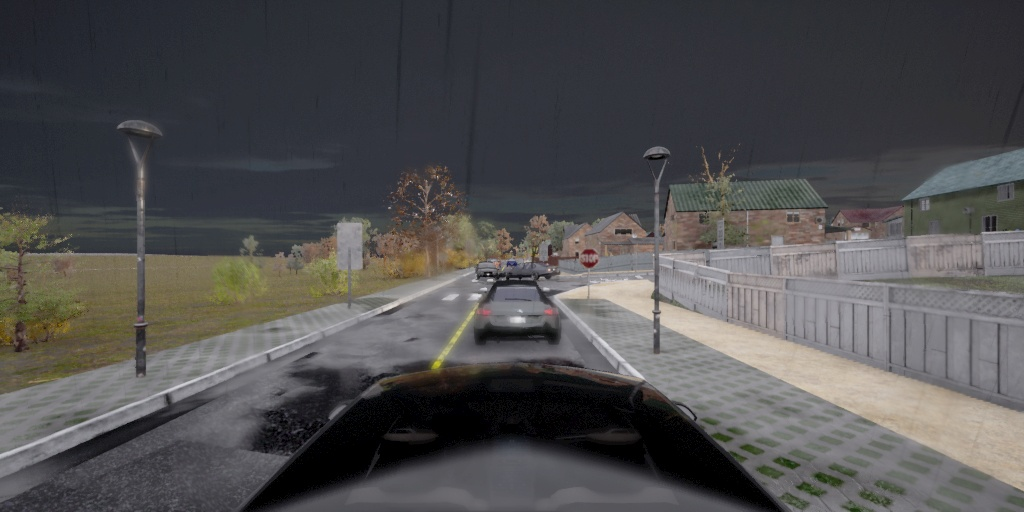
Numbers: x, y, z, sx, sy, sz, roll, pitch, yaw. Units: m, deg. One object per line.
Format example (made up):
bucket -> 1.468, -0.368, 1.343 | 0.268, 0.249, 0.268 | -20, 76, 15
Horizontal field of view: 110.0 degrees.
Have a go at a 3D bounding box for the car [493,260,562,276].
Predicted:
car -> 1.325, 1.198, 28.522 | 5.357, 1.411, 2.033 | -4, -3, 43

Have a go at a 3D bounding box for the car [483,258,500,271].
car -> -2.869, 1.121, 51.249 | 2.097, 1.767, 4.553 | 0, 0, 1

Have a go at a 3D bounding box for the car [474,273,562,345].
car -> 0.099, 1.313, 9.506 | 1.994, 1.385, 4.181 | 0, 0, -1

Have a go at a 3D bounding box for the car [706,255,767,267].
car -> 14.378, 0.413, 22.904 | 4.181, 1.385, 1.994 | -3, 0, 16

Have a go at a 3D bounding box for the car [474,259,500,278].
car -> -2.264, 1.258, 31.431 | 1.837, 1.490, 4.892 | 0, 0, -8

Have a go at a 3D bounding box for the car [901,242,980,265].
car -> 23.880, -0.208, 20.486 | 4.902, 1.511, 2.128 | -3, 0, 14
